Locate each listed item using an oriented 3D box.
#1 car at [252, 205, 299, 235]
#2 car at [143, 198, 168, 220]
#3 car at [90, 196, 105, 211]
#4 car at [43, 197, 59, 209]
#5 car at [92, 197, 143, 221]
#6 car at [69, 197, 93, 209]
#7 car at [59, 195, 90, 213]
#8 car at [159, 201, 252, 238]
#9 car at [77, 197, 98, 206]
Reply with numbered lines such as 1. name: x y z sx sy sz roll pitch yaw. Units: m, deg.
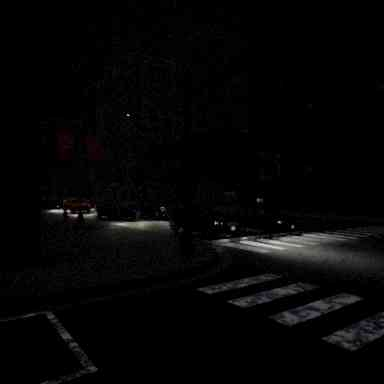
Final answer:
1. car: 3.818 1.506 18.973 1.812 1.442 4.674 0 0 -36
2. car: -2.757 1.314 28.064 2.097 1.767 4.553 0 0 -36
3. car: -9.274 1.298 37.123 2.097 1.767 4.553 0 0 -35
4. car: -18.395 1.535 44.310 1.895 1.301 4.718 0 0 -35
5. car: -6.261 1.442 27.370 1.882 1.535 5.008 0 0 -36
6. car: -15.272 1.457 45.528 1.812 1.442 4.674 0 0 -35
7. car: -12.567 1.426 36.137 1.882 1.535 5.008 0 0 -35
8. car: 0.548 1.474 17.911 2.128 1.511 4.902 0 0 -36
9. car: -16.933 1.515 53.660 1.895 1.301 4.718 0 0 -36
